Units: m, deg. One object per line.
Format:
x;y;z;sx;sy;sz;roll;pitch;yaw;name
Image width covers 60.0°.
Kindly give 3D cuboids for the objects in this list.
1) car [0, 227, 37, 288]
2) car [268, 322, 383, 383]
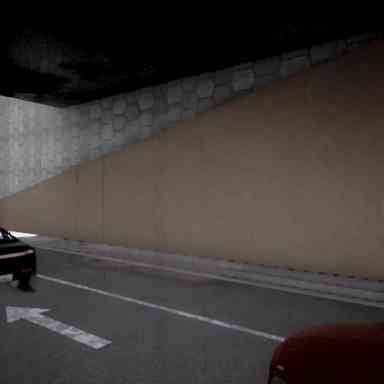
-5.687;1.499;7.994;4.902;1.511;2.128;0;0;35;car
2.744;1.525;1.928;4.674;1.442;1.812;0;0;36;car
